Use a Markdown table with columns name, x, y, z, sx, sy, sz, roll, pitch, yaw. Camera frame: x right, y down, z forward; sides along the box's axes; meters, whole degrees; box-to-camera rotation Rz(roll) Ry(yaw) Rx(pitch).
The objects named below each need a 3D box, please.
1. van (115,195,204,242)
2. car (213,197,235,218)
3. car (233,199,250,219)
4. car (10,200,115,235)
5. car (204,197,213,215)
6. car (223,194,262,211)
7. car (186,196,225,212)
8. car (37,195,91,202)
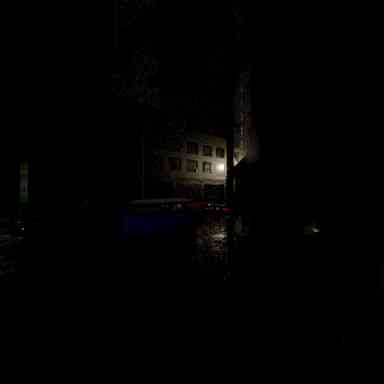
| name | x | y | z | sx | sy | sz | roll | pitch | yaw |
| --- | --- | --- | --- | --- | --- | --- | --- | --- | --- |
| van | -1.366 | 1.208 | 15.453 | 1.690 | 1.788 | 3.998 | 1 | 1 | 36 |
| car | 3.354 | 1.250 | 26.666 | 2.033 | 1.411 | 5.357 | 0 | 1 | 36 |
| car | 5.151 | 1.280 | 24.585 | 2.008 | 1.369 | 4.403 | 1 | 1 | 36 |
| car | -6.592 | 1.383 | 18.237 | 2.033 | 1.411 | 5.357 | 0 | 1 | 36 |
| car | -0.607 | 1.062 | 26.618 | 2.097 | 1.767 | 4.553 | 0 | 1 | 36 |
| car | 5.396 | 1.074 | 35.010 | 2.128 | 1.511 | 4.902 | 0 | 1 | 36 |
| car | 1.474 | 1.167 | 34.105 | 1.947 | 1.339 | 4.313 | 1 | 2 | 36 |
| car | -8.304 | 1.123 | 20.406 | 2.192 | 1.841 | 5.009 | 1 | 1 | 36 |
